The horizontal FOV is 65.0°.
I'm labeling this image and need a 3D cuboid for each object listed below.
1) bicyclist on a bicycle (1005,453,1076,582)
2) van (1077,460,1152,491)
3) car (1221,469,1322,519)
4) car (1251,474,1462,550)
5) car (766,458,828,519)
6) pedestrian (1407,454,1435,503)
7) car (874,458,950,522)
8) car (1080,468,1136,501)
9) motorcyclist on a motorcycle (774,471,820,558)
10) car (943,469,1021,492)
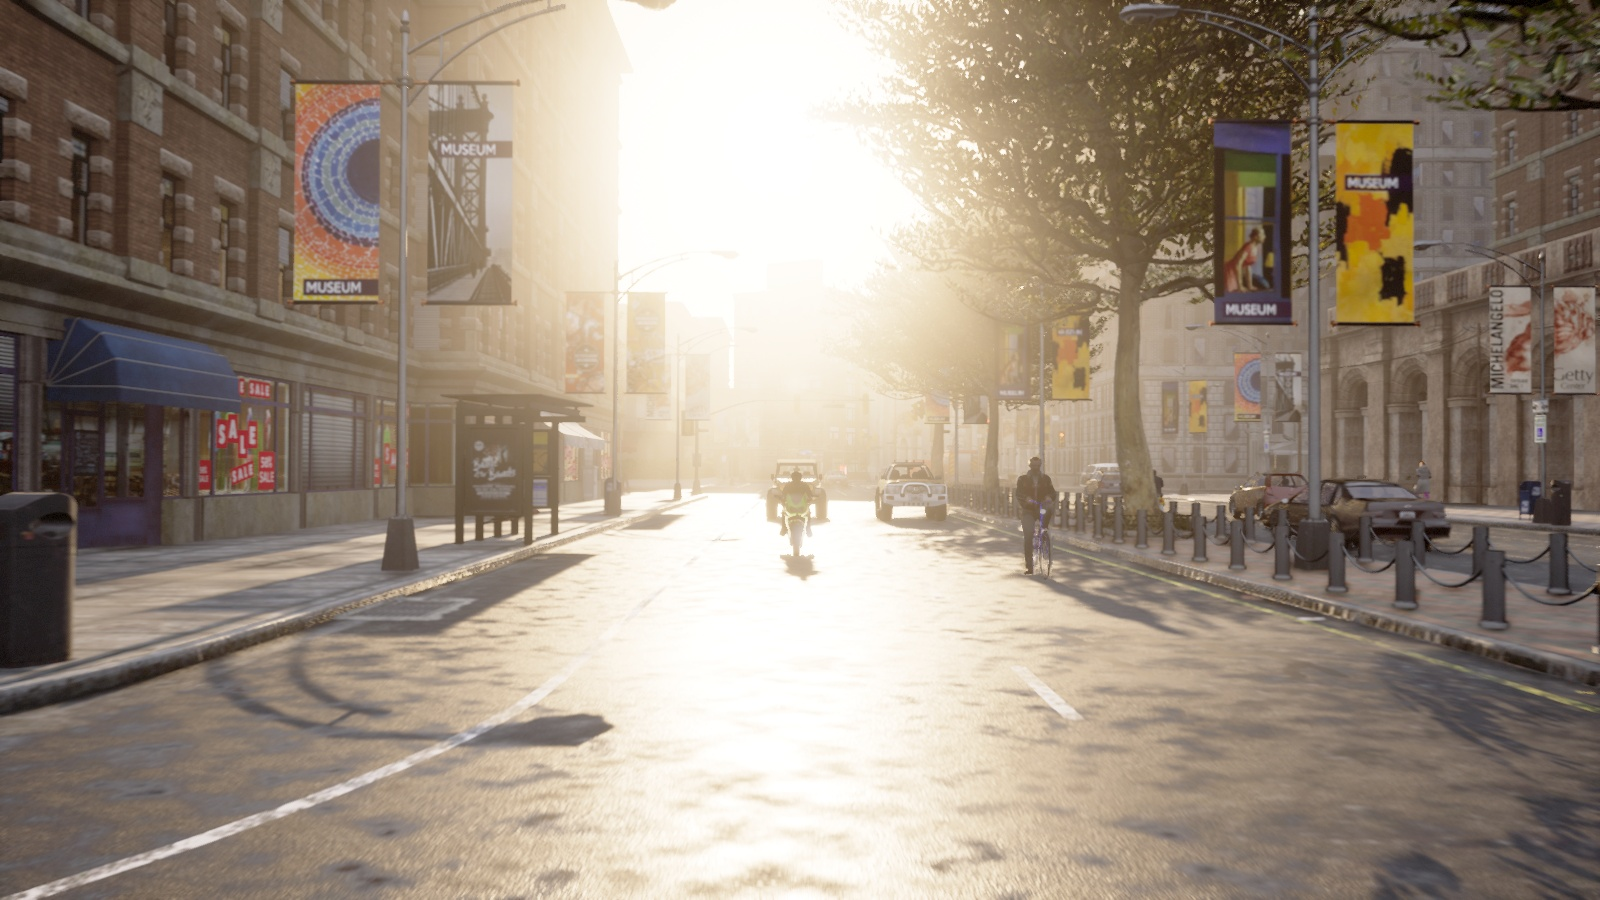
[{"bbox_3d":[3.456,0.944,18.215,0.659,1.776,1.843,0,-1,0],"label":"bicyclist on a bicycle"},{"bbox_3d":[21.396,1.743,85.461,4.480,2.038,2.069,0,-1,-11],"label":"van"},{"bbox_3d":[14.904,1.370,39.895,1.845,1.501,3.633,0,-1,0],"label":"car"},{"bbox_3d":[11.437,1.212,26.317,2.033,1.411,5.357,0,-1,0],"label":"car"},{"bbox_3d":[-0.099,1.224,40.657,1.905,1.878,3.866,0,-1,0],"label":"car"},{"bbox_3d":[24.912,1.131,50.366,0.659,1.952,0.873,0,-1,0],"label":"pedestrian"},{"bbox_3d":[3.405,1.205,38.955,1.932,1.855,4.605,0,-1,0],"label":"car"},{"bbox_3d":[14.838,1.650,60.664,1.789,1.549,3.705,0,-1,0],"label":"car"},{"bbox_3d":[-0.055,1.141,22.894,0.797,1.523,2.044,0,-1,0],"label":"motorcyclist on a motorcycle"},{"bbox_3d":[12.409,2.058,85.587,4.792,1.488,2.163,-1,-1,37],"label":"car"}]
